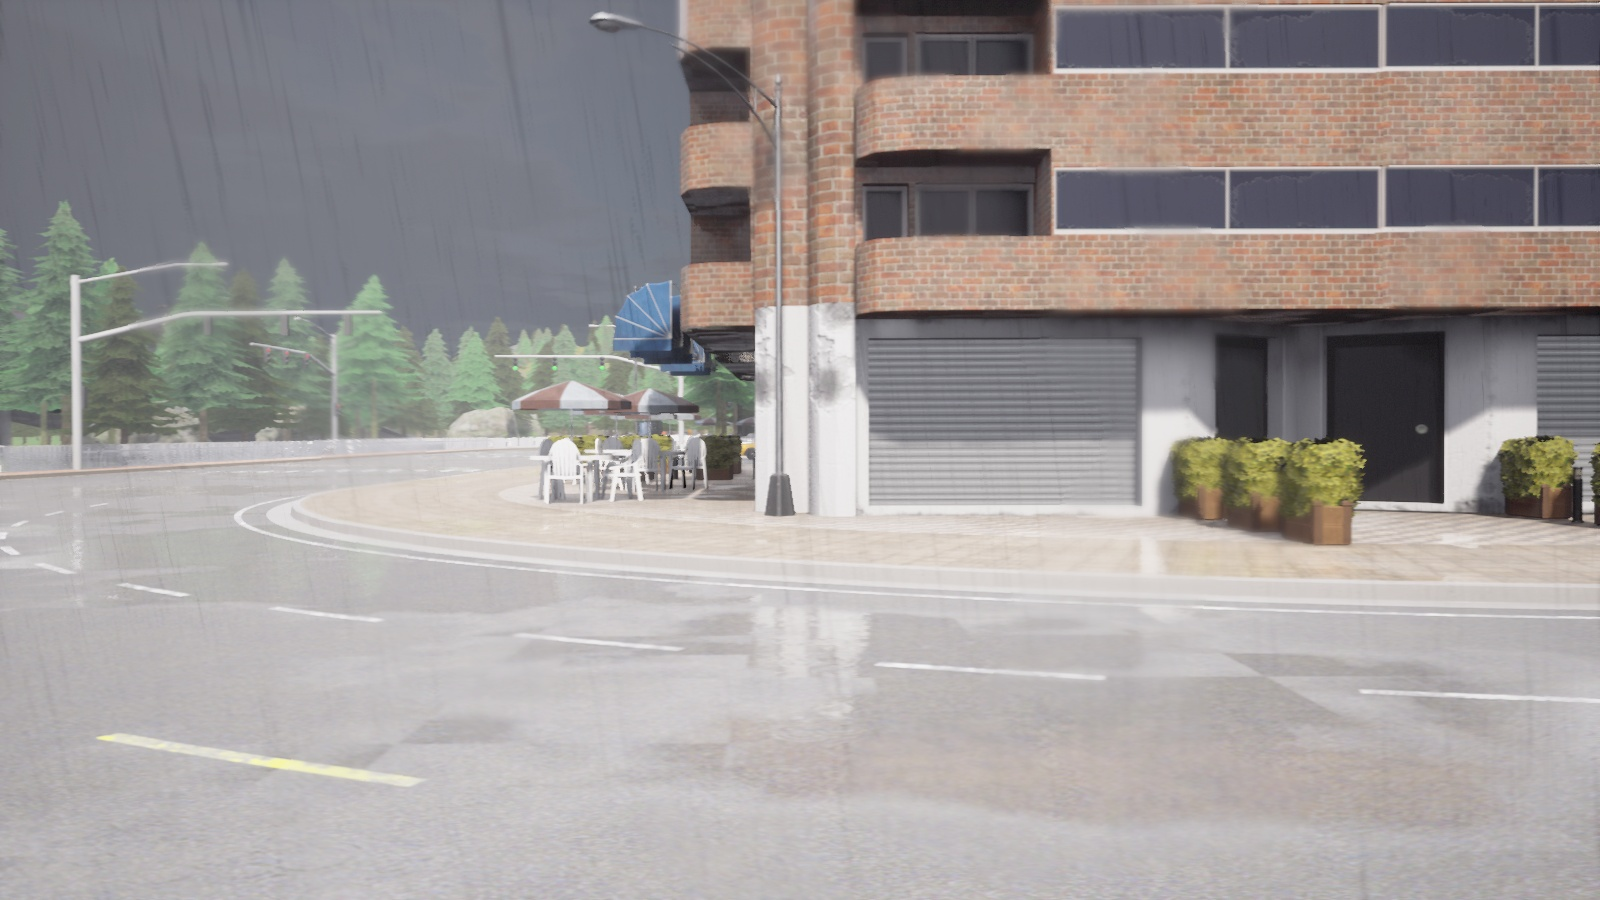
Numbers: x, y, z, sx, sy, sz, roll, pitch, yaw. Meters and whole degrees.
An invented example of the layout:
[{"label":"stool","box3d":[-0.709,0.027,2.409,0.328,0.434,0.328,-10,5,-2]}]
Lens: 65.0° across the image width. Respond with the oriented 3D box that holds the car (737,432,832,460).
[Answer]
[{"label":"car","box3d":[-0.891,-0.246,72.156,5.366,1.575,1.801,0,1,0]}]
